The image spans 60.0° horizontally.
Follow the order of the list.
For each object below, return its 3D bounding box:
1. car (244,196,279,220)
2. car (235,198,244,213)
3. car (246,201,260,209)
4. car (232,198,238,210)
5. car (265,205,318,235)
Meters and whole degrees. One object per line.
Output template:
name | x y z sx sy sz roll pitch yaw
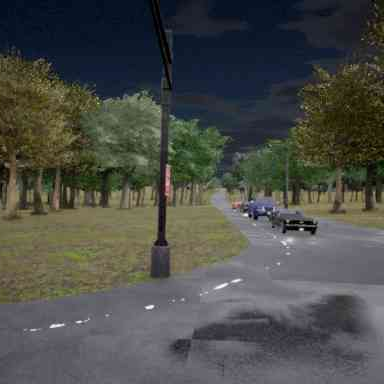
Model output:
car | 6.388 1.399 29.903 2.150 2.045 5.566 2 0 2
car | 6.844 1.816 40.165 2.033 1.411 5.357 2 -1 2
car | 11.128 2.360 60.762 1.895 1.301 4.718 2 -1 2
car | 7.244 1.770 50.452 2.097 1.767 4.553 2 -1 2
car | 5.972 1.710 20.046 1.895 1.301 4.718 2 0 2
